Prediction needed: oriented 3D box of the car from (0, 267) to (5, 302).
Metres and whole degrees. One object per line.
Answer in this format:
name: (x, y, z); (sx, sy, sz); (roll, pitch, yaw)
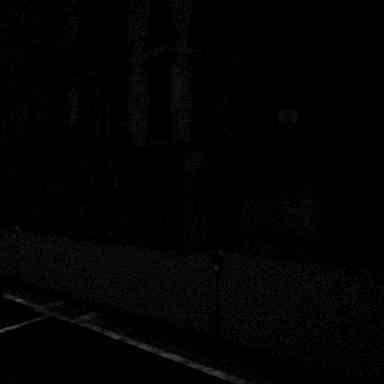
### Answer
car: (-5.309, 1.579, 6.597); (4.206, 1.307, 1.802); (0, 0, 36)
